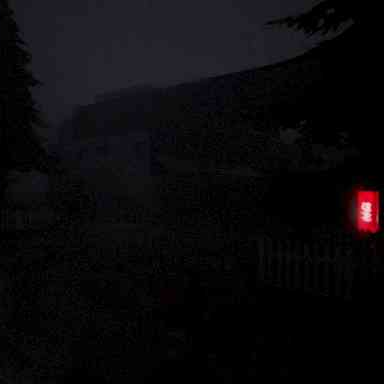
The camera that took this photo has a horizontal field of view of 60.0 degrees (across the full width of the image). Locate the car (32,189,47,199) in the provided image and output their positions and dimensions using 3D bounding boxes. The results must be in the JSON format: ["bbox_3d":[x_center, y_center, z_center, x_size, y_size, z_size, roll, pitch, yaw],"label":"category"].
[{"bbox_3d":[-24.507,0.366,56.427,4.605,1.855,1.932,1,1,35],"label":"car"}]

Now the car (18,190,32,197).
[{"bbox_3d":[-35.860,0.328,72.377,4.514,1.523,2.007,1,1,35],"label":"car"}]
